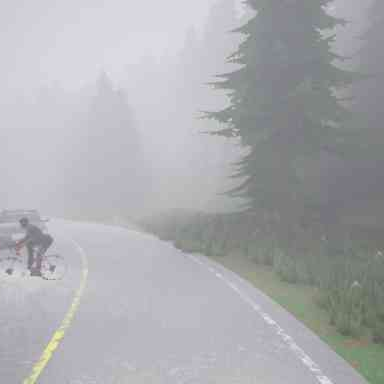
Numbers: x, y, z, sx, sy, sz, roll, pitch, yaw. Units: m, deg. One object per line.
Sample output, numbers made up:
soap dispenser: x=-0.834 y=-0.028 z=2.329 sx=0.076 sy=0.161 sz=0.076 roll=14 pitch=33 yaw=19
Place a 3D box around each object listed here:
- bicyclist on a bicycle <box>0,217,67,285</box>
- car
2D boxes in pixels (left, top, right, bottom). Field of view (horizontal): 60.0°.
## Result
bicyclist on a bicycle: x=-3.962 y=1.453 z=8.201 sx=1.656 sy=1.620 sz=0.582 roll=0 pitch=0 yaw=-15
car: x=-7.136 y=1.490 z=13.843 sx=2.128 sy=1.511 sz=4.902 roll=0 pitch=0 yaw=-29
